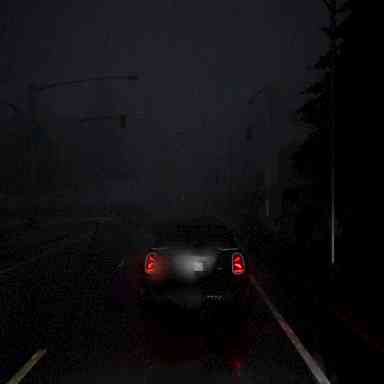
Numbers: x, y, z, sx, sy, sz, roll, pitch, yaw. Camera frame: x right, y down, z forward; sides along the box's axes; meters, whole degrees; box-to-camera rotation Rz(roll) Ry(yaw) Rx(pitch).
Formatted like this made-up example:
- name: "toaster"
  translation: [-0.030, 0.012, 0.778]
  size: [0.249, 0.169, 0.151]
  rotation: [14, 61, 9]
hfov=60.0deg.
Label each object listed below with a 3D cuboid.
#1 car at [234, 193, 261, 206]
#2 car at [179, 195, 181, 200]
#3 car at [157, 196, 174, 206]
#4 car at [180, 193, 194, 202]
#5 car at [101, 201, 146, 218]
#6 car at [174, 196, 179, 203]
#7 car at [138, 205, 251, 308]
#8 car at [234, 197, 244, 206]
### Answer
- name: "car"
  translation: [8.508, 1.146, 51.295]
  size: [3.866, 1.878, 1.905]
  rotation: [0, 0, -1]
- name: "car"
  translation: [-2.109, 1.158, 83.569]
  size: [2.097, 1.767, 4.553]
  rotation: [0, 0, -13]
- name: "car"
  translation: [-4.011, 1.496, 48.349]
  size: [1.812, 1.442, 4.674]
  rotation: [0, 0, 0]
- name: "car"
  translation: [-0.835, 1.555, 73.435]
  size: [1.895, 1.301, 4.718]
  rotation: [0, 0, -7]
- name: "car"
  translation: [-6.116, 1.546, 30.051]
  size: [1.994, 1.385, 4.181]
  rotation: [0, 0, 36]
- name: "car"
  translation: [-4.105, 1.476, 65.929]
  size: [1.837, 1.490, 4.892]
  rotation: [0, 0, 0]
- name: "car"
  translation: [0.072, 1.352, 8.071]
  size: [2.097, 1.767, 4.553]
  rotation: [0, 0, 1]
- name: "car"
  translation: [8.919, 1.144, 48.784]
  size: [4.605, 1.855, 1.932]
  rotation: [0, 0, -1]
